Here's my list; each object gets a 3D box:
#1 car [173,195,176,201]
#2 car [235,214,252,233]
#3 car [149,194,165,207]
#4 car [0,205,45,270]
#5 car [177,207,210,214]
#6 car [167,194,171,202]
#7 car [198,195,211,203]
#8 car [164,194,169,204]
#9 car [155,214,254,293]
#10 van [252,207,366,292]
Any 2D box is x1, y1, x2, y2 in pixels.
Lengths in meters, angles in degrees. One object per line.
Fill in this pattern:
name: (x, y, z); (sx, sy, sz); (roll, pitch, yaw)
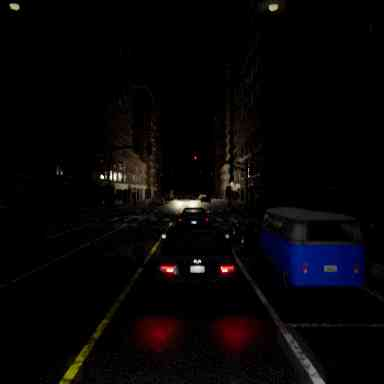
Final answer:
car: (-5.669, 1.553, 79.600); (2.008, 1.369, 4.403); (0, 0, 0)
car: (2.856, 1.569, 14.358); (1.947, 1.339, 4.313); (0, 0, 0)
car: (-5.669, 1.518, 52.177); (1.752, 1.417, 4.829); (0, 0, 0)
car: (-5.670, 1.318, 8.658); (2.192, 1.841, 5.009); (0, 0, 0)
car: (0.101, 1.566, 19.288); (1.994, 1.385, 4.181); (0, 0, 0)
car: (-5.669, 1.539, 63.248); (1.887, 1.381, 4.507); (0, 0, 0)
car: (2.855, 1.436, 68.735); (1.967, 1.590, 4.097); (0, 0, 0)
car: (-5.669, 1.544, 57.797); (2.008, 1.369, 4.403); (0, 0, 0)
car: (0.101, 1.550, 8.968); (2.033, 1.411, 5.357); (0, 0, 0)
van: (2.855, 1.344, 8.698); (1.690, 1.788, 3.998); (0, 0, 0)
